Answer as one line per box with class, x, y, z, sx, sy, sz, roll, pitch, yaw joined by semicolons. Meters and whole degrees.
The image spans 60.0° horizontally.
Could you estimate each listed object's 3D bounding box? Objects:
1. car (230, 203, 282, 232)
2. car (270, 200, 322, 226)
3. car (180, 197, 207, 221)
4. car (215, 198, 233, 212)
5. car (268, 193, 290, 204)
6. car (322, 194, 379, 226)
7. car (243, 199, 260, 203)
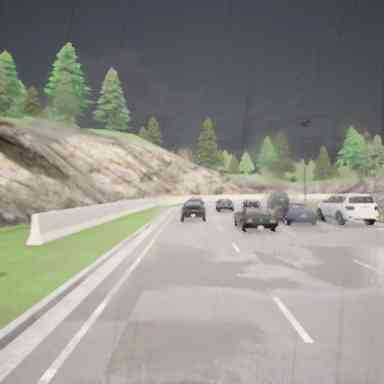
car;3.598;1.543;19.593;1.895;1.301;4.718;0;0;0
car;7.098;1.496;23.159;1.994;1.385;4.181;0;0;0
car;0.098;1.427;26.408;1.837;1.490;4.892;0;0;0
car;3.691;1.437;37.619;2.033;1.411;5.357;0;0;2
car;11.066;1.097;42.434;2.150;2.045;5.566;0;0;7
car;10.597;1.153;23.078;2.150;2.045;5.566;0;0;0
car;7.472;1.478;41.729;1.895;1.301;4.718;0;0;5
